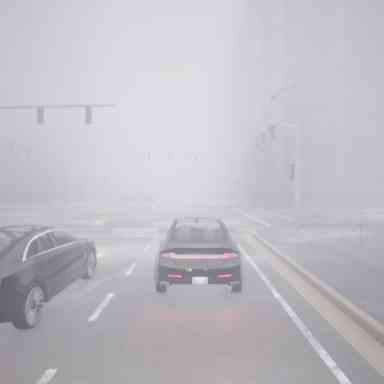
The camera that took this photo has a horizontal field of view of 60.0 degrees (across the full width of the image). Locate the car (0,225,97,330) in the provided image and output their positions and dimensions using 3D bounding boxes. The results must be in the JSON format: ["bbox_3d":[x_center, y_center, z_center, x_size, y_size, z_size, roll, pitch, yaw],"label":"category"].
[{"bbox_3d":[-3.400,1.417,6.752,2.128,1.511,4.902,0,1,1],"label":"car"}]

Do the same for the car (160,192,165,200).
[{"bbox_3d":[-6.543,0.754,68.299,1.837,1.490,4.892,0,1,1],"label":"car"}]

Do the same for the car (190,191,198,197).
[{"bbox_3d":[0.579,0.525,85.519,1.882,1.535,5.008,0,1,0],"label":"car"}]

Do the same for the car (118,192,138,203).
[{"bbox_3d":[-10.224,0.907,52.257,1.882,1.535,5.008,0,1,1],"label":"car"}]

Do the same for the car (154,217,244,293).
[{"bbox_3d":[0.134,1.396,8.572,2.128,1.511,4.902,0,1,0],"label":"car"}]

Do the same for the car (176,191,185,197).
[{"bbox_3d":[-2.921,0.588,85.544,2.033,1.411,5.357,0,1,0],"label":"car"}]

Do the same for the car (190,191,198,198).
[{"bbox_3d":[0.517,0.756,76.476,1.895,1.301,4.718,0,1,0],"label":"car"}]

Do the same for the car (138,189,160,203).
[{"bbox_3d":[-6.721,0.778,52.525,2.097,1.767,4.553,0,1,1],"label":"car"}]

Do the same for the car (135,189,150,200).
[{"bbox_3d":[-10.043,0.479,67.888,2.150,2.045,5.566,0,1,0],"label":"car"}]

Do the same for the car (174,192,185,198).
[{"bbox_3d":[-2.987,0.668,75.842,1.837,1.490,4.892,0,1,0],"label":"car"}]
